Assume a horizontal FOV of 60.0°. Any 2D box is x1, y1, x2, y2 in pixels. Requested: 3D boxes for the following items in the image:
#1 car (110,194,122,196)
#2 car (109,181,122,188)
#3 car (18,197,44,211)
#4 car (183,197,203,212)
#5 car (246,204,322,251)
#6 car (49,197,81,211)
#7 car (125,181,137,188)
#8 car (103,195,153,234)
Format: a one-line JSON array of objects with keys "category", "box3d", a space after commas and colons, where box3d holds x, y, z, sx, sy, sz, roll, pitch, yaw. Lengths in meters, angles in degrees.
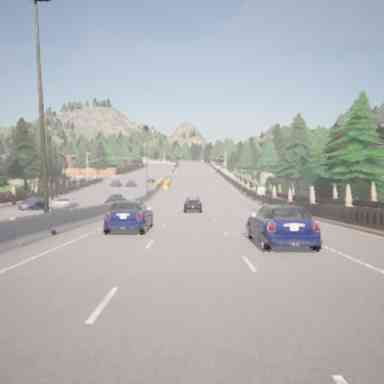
[{"category": "car", "box3d": [-10.556, 1.030, 46.044, 1.837, 1.490, 4.892, 0, 3, 1]}, {"category": "car", "box3d": [-17.479, -1.841, 76.349, 2.033, 1.411, 5.357, 0, 7, 0]}, {"category": "car", "box3d": [-17.570, 1.283, 37.192, 1.812, 1.442, 4.674, 0, 0, 0]}, {"category": "car", "box3d": [0.095, 1.265, 34.978, 2.128, 1.511, 4.902, 0, 0, 0]}, {"category": "car", "box3d": [3.598, 1.272, 13.810, 2.097, 1.767, 4.553, 0, 1, 0]}, {"category": "car", "box3d": [-14.070, 1.283, 37.192, 1.812, 1.442, 4.674, 0, 0, 0]}, {"category": "car", "box3d": [-13.979, -1.839, 76.331, 2.033, 1.411, 5.357, 0, 7, 0]}, {"category": "car", "box3d": [-3.403, 1.240, 18.574, 2.097, 1.767, 4.553, 0, 1, 0]}]
